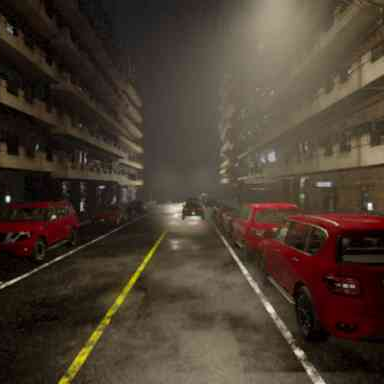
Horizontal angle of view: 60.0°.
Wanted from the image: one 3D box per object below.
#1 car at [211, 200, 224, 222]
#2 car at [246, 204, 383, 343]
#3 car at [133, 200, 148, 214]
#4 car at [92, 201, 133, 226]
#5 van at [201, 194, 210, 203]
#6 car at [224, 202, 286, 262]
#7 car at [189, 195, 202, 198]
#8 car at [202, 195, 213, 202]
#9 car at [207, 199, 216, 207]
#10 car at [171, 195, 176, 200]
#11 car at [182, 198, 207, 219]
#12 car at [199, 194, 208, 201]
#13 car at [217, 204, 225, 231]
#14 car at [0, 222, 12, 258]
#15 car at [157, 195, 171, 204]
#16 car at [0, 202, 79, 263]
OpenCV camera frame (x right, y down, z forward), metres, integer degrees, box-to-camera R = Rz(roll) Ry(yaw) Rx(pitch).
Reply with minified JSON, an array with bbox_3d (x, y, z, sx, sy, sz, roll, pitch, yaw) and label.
[{"bbox_3d":[2.643,1.544,23.429,1.887,1.381,4.507,-1,0,0],"label":"car"},{"bbox_3d":[2.639,1.316,6.435,2.192,1.841,5.009,-1,0,0],"label":"car"},{"bbox_3d":[-5.704,1.562,34.700,1.947,1.339,4.313,-1,0,0],"label":"car"},{"bbox_3d":[-5.704,1.545,23.369,1.887,1.381,4.507,-1,0,0],"label":"car"},{"bbox_3d":[2.672,1.313,68.745,1.690,1.788,3.998,-1,0,0],"label":"van"},{"bbox_3d":[2.639,1.316,12.100,2.192,1.841,5.009,-1,0,0],"label":"car"},{"bbox_3d":[0.098,1.494,46.058,1.837,1.490,4.892,0,0,0],"label":"car"},{"bbox_3d":[2.678,1.556,46.086,1.947,1.339,4.313,-1,0,0],"label":"car"},{"bbox_3d":[2.649,1.564,29.093,1.947,1.339,4.313,-1,0,0],"label":"car"},{"bbox_3d":[-5.706,1.468,91.178,1.752,1.417,4.829,-1,0,0],"label":"car"},{"bbox_3d":[0.100,1.523,28.930,1.812,1.442,4.674,0,0,0],"label":"car"},{"bbox_3d":[2.673,1.398,80.075,1.967,1.590,4.097,-1,0,0],"label":"car"},{"bbox_3d":[2.644,1.567,17.764,1.947,1.339,4.313,-1,0,0],"label":"car"},{"bbox_3d":[-5.704,1.546,6.376,1.887,1.381,4.507,-1,0,0],"label":"car"},{"bbox_3d":[-5.705,1.529,63.025,2.008,1.369,4.403,-1,0,0],"label":"car"},{"bbox_3d":[-5.708,1.317,12.039,2.192,1.841,5.009,-1,0,0],"label":"car"}]
